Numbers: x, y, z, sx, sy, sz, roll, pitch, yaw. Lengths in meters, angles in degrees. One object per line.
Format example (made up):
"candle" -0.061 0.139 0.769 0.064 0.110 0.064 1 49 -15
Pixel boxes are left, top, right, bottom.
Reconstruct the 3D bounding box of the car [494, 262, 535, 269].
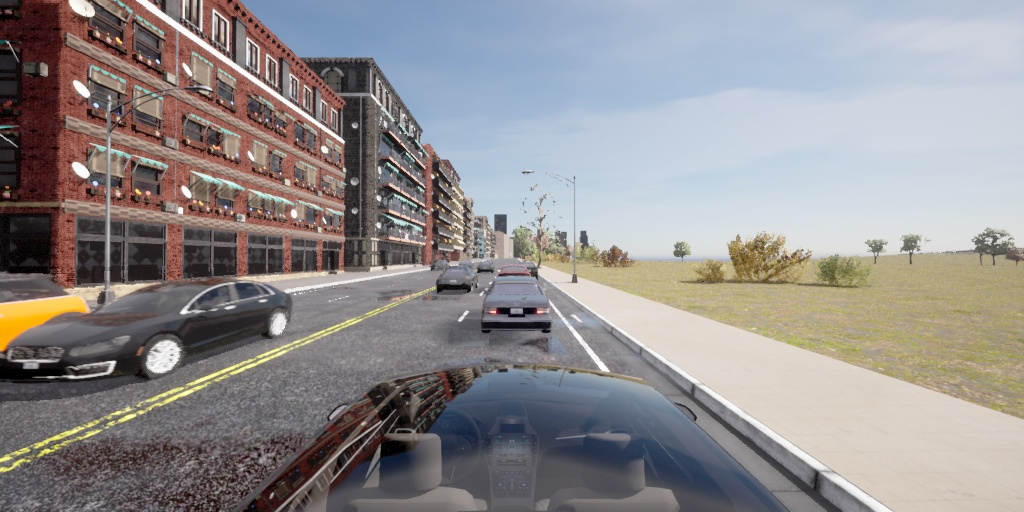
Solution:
"car" 0.129 1.231 21.220 1.882 1.535 5.008 0 0 0

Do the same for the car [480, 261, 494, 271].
"car" -3.093 1.317 43.390 1.994 1.385 4.181 0 0 0

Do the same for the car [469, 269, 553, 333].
"car" 0.112 1.299 10.680 2.033 1.411 5.357 0 0 0

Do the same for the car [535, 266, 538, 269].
"car" 1.177 1.232 30.659 1.882 1.535 5.008 0 0 0

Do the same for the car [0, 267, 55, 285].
"car" -9.846 1.103 5.556 2.097 1.767 4.553 0 0 0

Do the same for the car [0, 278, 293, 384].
"car" -6.594 1.256 7.343 1.837 1.490 4.892 0 0 0

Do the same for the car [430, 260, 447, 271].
"car" -9.783 1.258 48.605 1.837 1.490 4.892 0 0 0

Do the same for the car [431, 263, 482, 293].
"car" -3.124 1.317 21.029 1.994 1.385 4.181 0 0 0

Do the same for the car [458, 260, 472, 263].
"car" -6.519 1.279 50.336 1.812 1.442 4.674 0 0 0
